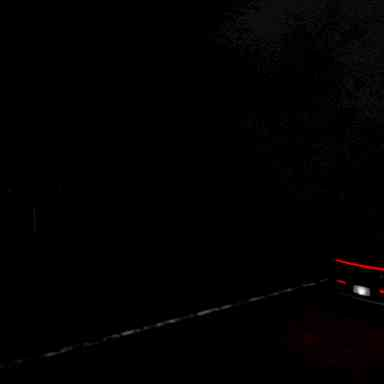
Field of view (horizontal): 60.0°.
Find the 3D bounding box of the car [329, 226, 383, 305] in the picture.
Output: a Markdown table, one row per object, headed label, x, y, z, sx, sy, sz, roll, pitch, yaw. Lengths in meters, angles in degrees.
| label | x | y | z | sx | sy | sz | roll | pitch | yaw |
| --- | --- | --- | --- | --- | --- | --- | --- | --- | --- |
| car | 4.975 | 1.492 | 7.296 | 4.892 | 1.490 | 1.837 | 0 | 0 | -35 |
